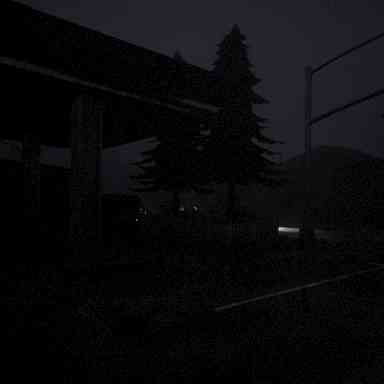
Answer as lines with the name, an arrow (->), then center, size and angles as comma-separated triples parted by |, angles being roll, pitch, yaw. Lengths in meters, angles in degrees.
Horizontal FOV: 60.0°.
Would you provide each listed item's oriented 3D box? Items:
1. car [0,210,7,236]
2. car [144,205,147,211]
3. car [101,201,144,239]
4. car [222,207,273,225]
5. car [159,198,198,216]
car -> -11.694, 1.519, 18.449 | 2.242, 1.667, 4.611 | 1, 0, -36
car -> -7.515, 1.664, 41.302 | 2.033, 1.411, 5.357 | 1, 0, -35
car -> -4.562, 1.445, 18.268 | 1.905, 1.878, 3.866 | 1, 0, -36
car -> 4.056, 1.816, 25.000 | 1.994, 1.385, 4.181 | 1, 0, -35
car -> -1.365, 1.541, 32.638 | 2.097, 1.767, 4.553 | 1, 0, -36
